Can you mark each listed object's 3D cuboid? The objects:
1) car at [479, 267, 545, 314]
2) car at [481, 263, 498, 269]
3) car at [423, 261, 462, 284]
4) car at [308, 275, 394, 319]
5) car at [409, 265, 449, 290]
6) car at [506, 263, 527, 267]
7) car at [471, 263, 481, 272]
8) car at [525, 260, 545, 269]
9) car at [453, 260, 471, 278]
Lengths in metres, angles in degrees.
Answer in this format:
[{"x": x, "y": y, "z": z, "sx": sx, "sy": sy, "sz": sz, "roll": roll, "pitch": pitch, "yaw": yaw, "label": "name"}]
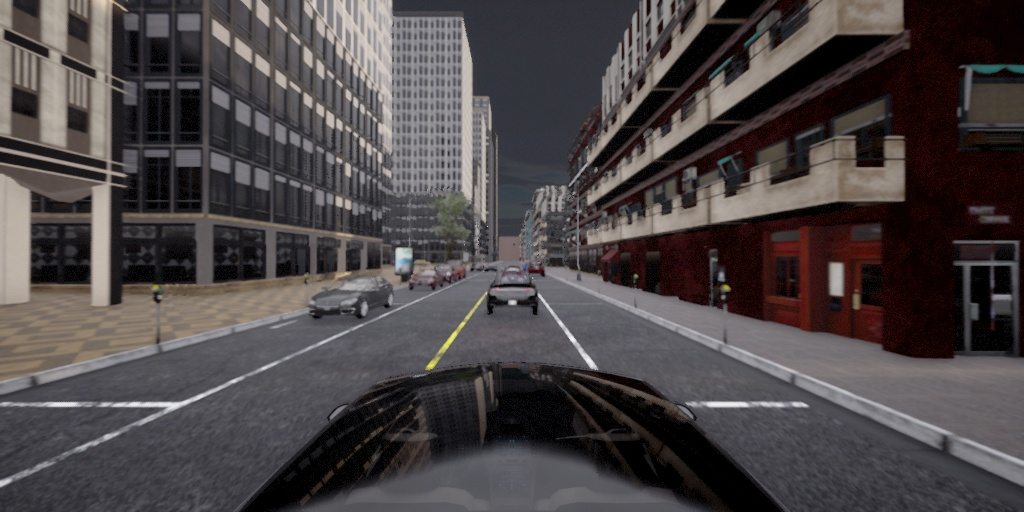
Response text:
[{"x": 0.040, "y": 1.350, "z": 14.270, "sx": 2.128, "sy": 1.511, "sz": 4.902, "roll": 0, "pitch": 0, "yaw": 1, "label": "car"}, {"x": -3.091, "y": 1.757, "z": 53.874, "sx": 2.033, "sy": 1.411, "sz": 5.357, "roll": 0, "pitch": -1, "yaw": 0, "label": "car"}, {"x": -5.695, "y": 1.434, "z": 29.867, "sx": 1.967, "sy": 1.591, "sz": 4.097, "roll": 0, "pitch": 0, "yaw": 0, "label": "car"}, {"x": -5.692, "y": 1.400, "z": 13.215, "sx": 2.007, "sy": 1.370, "sz": 4.403, "roll": 0, "pitch": 0, "yaw": 0, "label": "car"}, {"x": -5.694, "y": 1.528, "z": 24.317, "sx": 1.802, "sy": 1.307, "sz": 4.207, "roll": 0, "pitch": 0, "yaw": 0, "label": "car"}, {"x": 0.045, "y": 1.521, "z": 29.952, "sx": 1.812, "sy": 1.442, "sz": 4.674, "roll": 0, "pitch": 0, "yaw": 1, "label": "car"}, {"x": -5.698, "y": 1.810, "z": 57.621, "sx": 1.948, "sy": 1.339, "sz": 4.313, "roll": 0, "pitch": 0, "yaw": 0, "label": "car"}, {"x": 2.684, "y": 1.408, "z": 40.971, "sx": 2.192, "sy": 1.841, "sz": 5.009, "roll": 0, "pitch": 0, "yaw": 0, "label": "car"}, {"x": -5.695, "y": 1.359, "z": 35.418, "sx": 2.192, "sy": 1.841, "sz": 5.009, "roll": 0, "pitch": 0, "yaw": 0, "label": "car"}]
